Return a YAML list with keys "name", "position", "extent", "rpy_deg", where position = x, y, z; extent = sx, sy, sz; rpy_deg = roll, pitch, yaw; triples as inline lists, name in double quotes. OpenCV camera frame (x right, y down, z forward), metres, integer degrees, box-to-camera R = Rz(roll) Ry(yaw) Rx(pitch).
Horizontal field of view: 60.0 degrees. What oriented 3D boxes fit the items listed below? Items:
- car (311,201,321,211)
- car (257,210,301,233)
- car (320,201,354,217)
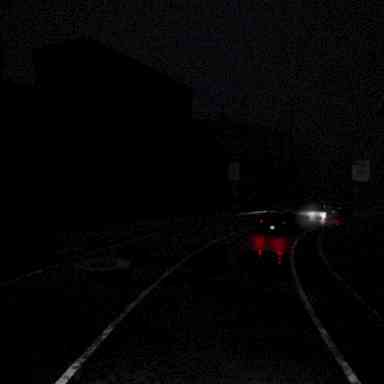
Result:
- name: "car"
  position: [17.150, 1.798, 43.055]
  extent: [1.895, 1.301, 4.718]
  rpy_deg: [4, 2, 40]
- name: "car"
  position: [5.694, 1.794, 21.293]
  extent: [1.895, 1.301, 4.718]
  rpy_deg: [2, 1, 27]
- name: "car"
  position: [16.040, 1.846, 35.968]
  extent: [2.128, 1.511, 4.902]
  rpy_deg: [4, 2, 39]
